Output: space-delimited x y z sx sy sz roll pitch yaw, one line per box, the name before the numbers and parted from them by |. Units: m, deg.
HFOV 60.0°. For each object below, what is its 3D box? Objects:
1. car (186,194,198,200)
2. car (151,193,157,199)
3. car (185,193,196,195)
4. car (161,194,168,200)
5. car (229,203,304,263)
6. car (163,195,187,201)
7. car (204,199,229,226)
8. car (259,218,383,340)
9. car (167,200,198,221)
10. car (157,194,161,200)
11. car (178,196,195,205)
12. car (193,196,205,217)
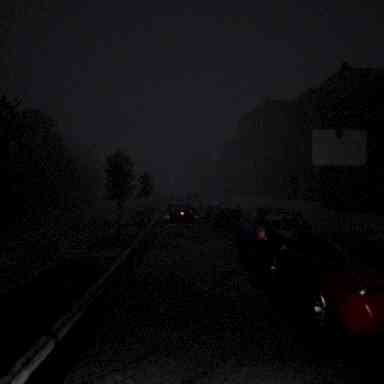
car | 0.473 1.456 45.743 1.946 1.575 5.366 0 0 -6
car | -9.597 1.170 94.595 2.097 1.535 5.008 0 0 -16
car | -0.217 1.190 51.108 2.435 2.045 5.566 0 0 -7
car | -5.299 1.284 78.523 1.946 1.575 5.366 0 0 -13
car | 2.861 1.362 12.242 2.185 1.767 4.553 0 0 -1
car | -2.242 1.470 42.864 2.128 1.511 4.902 0 0 -6
car | 2.362 1.488 23.376 2.231 1.521 4.892 0 0 -3
car | 3.003 1.515 6.743 2.163 1.488 4.792 0 0 0
car | -0.863 1.564 26.887 1.994 1.385 4.181 0 0 -4
car | -6.989 1.271 85.359 2.163 1.488 4.792 0 0 -14
car | -1.000 1.419 56.601 2.231 1.521 4.892 0 0 -8
car | 1.596 1.481 34.481 2.097 1.535 5.008 0 0 -4
